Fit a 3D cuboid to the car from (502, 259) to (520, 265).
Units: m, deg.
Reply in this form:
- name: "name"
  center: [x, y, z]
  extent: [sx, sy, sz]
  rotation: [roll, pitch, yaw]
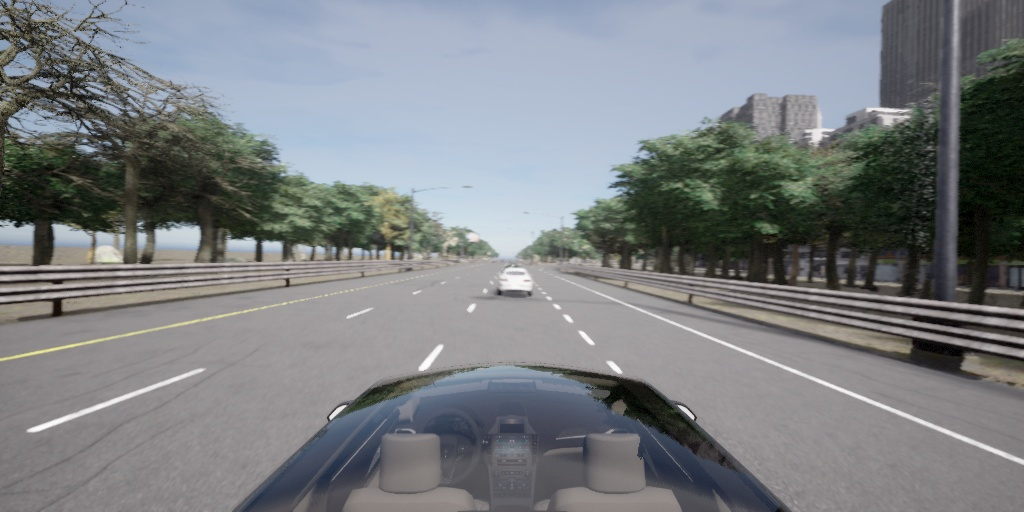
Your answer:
- name: "car"
  center: [0.113, 1.458, 51.020]
  extent: [2.097, 1.767, 4.553]
  rotation: [2, 0, 0]

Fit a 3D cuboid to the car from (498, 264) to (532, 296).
- name: "car"
  center: [0.175, 1.418, 20.701]
  extent: [1.812, 1.442, 4.674]
  rotation: [2, 0, 0]
